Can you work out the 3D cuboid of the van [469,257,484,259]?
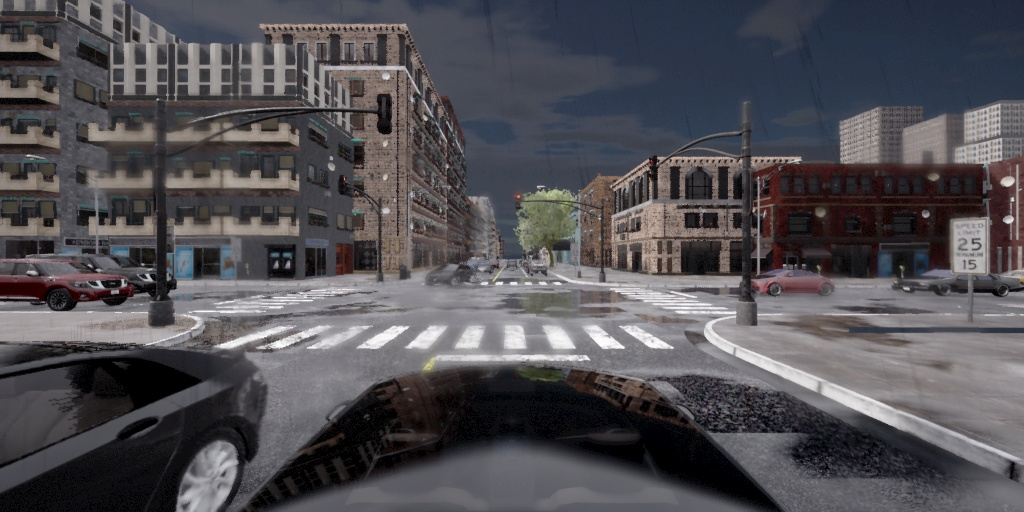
[{"bbox_3d":[-5.689,1.149,54.120,1.690,1.789,3.998,0,0,0],"label":"van"}]

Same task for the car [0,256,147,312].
[{"bbox_3d":[-17.276,1.013,13.309,5.009,1.841,2.192,0,0,0],"label":"car"}]

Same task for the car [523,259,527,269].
[{"bbox_3d":[2.692,1.228,42.725,1.967,1.591,4.097,0,0,0],"label":"car"}]

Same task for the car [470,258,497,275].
[{"bbox_3d":[-3.097,1.275,39.860,2.128,1.511,4.902,0,0,0],"label":"car"}]

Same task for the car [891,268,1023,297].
[{"bbox_3d":[24.020,1.412,19.392,5.357,1.411,2.033,0,0,0],"label":"car"}]

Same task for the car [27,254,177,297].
[{"bbox_3d":[-18.310,0.917,15.889,5.566,2.045,2.150,0,0,0],"label":"car"}]

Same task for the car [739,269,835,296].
[{"bbox_3d":[14.719,1.387,19.325,4.181,1.385,1.994,0,0,0],"label":"car"}]

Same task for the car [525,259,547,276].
[{"bbox_3d":[2.691,1.330,37.028,2.007,1.370,4.403,0,0,0],"label":"car"}]

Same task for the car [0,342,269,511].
[{"bbox_3d":[-3.100,1.257,1.227,1.837,1.490,4.892,0,-1,0],"label":"car"}]

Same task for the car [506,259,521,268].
[{"bbox_3d":[0.002,1.319,63.384,2.128,1.511,4.902,0,0,0],"label":"car"}]

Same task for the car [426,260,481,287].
[{"bbox_3d":[-4.110,1.267,24.764,1.837,1.490,4.892,1,0,17],"label":"car"}]

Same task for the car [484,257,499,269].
[{"bbox_3d":[-3.080,1.164,56.685,2.097,1.767,4.553,0,0,0],"label":"car"}]
